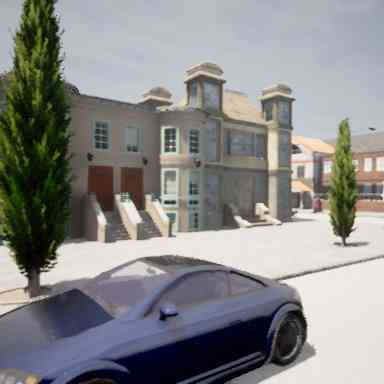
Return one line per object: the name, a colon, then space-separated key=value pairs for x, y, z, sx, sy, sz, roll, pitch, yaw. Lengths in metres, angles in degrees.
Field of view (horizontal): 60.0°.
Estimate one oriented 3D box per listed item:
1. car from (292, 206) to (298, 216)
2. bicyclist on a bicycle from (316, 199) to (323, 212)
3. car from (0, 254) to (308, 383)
car: x=8.813 y=1.718 z=34.988 sx=2.128 sy=1.511 sz=4.902 roll=1 pitch=0 yaw=-35
bicyclist on a bicycle: x=15.381 y=1.645 z=40.244 sx=1.656 sy=1.620 sz=0.582 roll=0 pitch=0 yaw=-35
car: x=-0.410 y=1.581 z=4.306 sx=4.181 sy=1.385 sz=1.994 roll=1 pitch=0 yaw=-35
